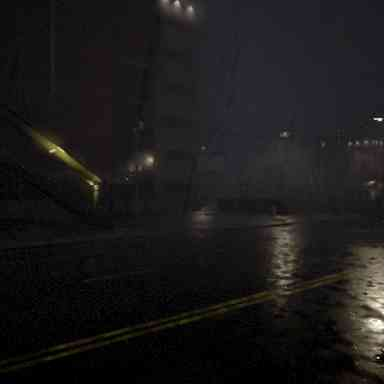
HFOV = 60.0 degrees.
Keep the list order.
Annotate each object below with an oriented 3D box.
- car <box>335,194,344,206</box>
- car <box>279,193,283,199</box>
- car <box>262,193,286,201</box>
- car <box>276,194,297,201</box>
[{"bbox_3d":[20.814,1.207,50.051,4.553,1.767,2.185,0,0,-36],"label":"car"},{"bbox_3d":[16.337,1.358,56.191,4.193,1.474,1.816,0,0,-36],"label":"car"},{"bbox_3d":[19.711,1.164,79.979,5.566,2.045,2.435,0,0,-36],"label":"car"},{"bbox_3d":[21.911,1.334,77.258,4.786,1.482,2.161,0,0,-36],"label":"car"}]
